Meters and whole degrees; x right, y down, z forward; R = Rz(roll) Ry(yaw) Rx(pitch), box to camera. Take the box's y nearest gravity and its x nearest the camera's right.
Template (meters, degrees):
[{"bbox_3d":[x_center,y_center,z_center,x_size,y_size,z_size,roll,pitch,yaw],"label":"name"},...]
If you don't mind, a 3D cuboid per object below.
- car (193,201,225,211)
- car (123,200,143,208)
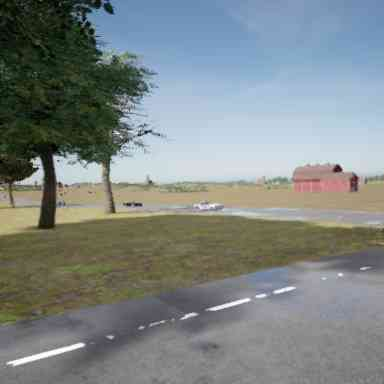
[{"bbox_3d":[2.246,1.852,44.689,1.895,1.301,4.718,-3,1,-37],"label":"car"},{"bbox_3d":[-11.011,2.218,62.064,1.895,1.301,4.718,-3,1,-37],"label":"car"}]
